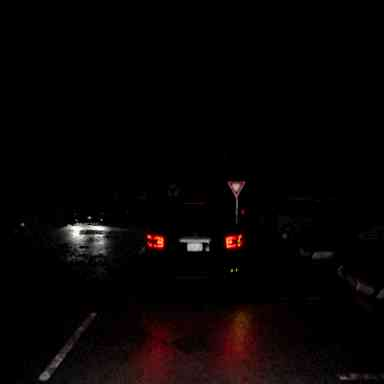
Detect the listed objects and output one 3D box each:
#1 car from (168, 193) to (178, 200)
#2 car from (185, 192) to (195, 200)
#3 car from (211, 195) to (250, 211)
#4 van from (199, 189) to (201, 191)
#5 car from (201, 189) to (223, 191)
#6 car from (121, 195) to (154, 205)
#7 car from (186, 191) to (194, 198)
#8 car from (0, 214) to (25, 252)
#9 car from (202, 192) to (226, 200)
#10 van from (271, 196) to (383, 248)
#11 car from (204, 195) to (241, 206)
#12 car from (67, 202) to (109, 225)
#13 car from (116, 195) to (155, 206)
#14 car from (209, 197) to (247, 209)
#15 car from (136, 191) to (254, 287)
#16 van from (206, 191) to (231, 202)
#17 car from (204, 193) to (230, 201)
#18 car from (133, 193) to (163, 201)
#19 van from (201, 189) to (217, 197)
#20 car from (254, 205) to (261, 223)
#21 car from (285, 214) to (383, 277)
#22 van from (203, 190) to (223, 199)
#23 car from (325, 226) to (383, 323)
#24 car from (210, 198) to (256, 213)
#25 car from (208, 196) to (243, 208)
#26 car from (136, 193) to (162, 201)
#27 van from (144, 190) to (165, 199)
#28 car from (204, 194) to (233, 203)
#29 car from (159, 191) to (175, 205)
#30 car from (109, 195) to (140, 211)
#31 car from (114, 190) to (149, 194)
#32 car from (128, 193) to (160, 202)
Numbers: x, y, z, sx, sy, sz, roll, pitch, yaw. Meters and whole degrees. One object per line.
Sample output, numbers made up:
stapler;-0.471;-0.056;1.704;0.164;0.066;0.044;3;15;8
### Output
car;-3.948;0.969;68.979;1.895;1.301;4.718;0;1;0
car;-0.400;0.889;68.621;1.837;1.490;4.892;0;1;1
car;4.702;1.324;40.907;4.553;1.767;2.185;0;1;0
van;4.454;0.523;76.776;4.442;1.987;1.878;0;1;0
car;4.661;0.889;54.626;5.566;2.045;2.435;0;1;0
car;-8.433;1.203;51.851;4.892;1.521;2.231;0;1;0
car;-0.476;0.542;79.465;1.882;1.535;5.008;0;1;0
car;-8.091;1.367;10.931;4.792;1.488;2.163;0;1;0
car;4.592;0.825;71.240;5.008;1.535;2.097;0;1;0
van;4.891;1.112;11.035;4.442;1.987;1.878;-1;1;0
car;4.462;1.262;49.093;5.366;1.575;1.946;0;1;0
car;-6.988;1.380;21.681;1.994;1.385;4.181;1;-1;-25
car;-8.246;1.261;49.076;5.366;1.575;1.946;0;1;0
car;4.634;1.419;43.555;4.792;1.488;2.163;0;1;0
car;0.052;1.108;9.108;2.150;2.045;5.566;0;1;0
van;4.734;0.790;60.289;4.442;1.987;1.878;0;1;0
car;4.638;0.989;63.064;4.792;1.488;2.163;0;1;0
car;-8.285;0.957;62.951;5.366;1.575;1.946;0;1;0
van;4.641;0.292;93.522;4.442;1.987;1.878;0;1;0
car;3.201;1.271;22.288;2.097;1.767;4.553;-1;0;24
car;5.026;1.417;8.366;4.674;1.452;2.002;0;1;0
van;4.695;0.561;74.006;4.442;1.987;1.878;0;1;0
car;5.031;1.458;5.582;4.674;1.452;2.002;0;1;0
car;4.673;1.511;38.139;5.008;1.535;2.097;0;1;0
car;4.653;1.368;46.325;4.674;1.452;2.002;0;1;0
car;-8.484;0.911;65.717;4.892;1.521;2.231;0;1;0
van;-8.385;0.560;74.043;4.442;1.987;1.878;0;1;0
car;4.597;1.108;57.400;4.792;1.488;2.163;0;1;0
car;-3.990;0.913;53.258;2.150;2.045;5.566;0;1;0
car;-8.438;1.481;40.750;4.792;1.488;2.163;0;1;0
car;-8.396;1.076;46.294;5.566;2.045;2.435;0;1;0
car;-8.648;1.011;60.297;5.366;1.575;1.946;0;1;0
